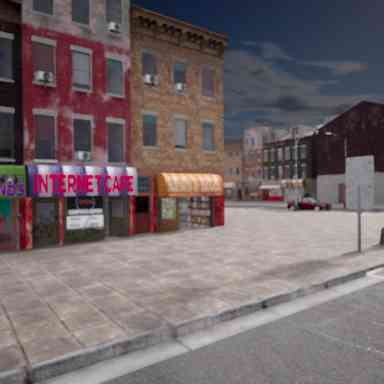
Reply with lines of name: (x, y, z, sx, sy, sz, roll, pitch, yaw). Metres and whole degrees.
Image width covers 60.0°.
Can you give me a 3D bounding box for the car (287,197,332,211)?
car: (11.558, 1.198, 32.872, 1.887, 1.381, 4.507, -2, 0, -36)
